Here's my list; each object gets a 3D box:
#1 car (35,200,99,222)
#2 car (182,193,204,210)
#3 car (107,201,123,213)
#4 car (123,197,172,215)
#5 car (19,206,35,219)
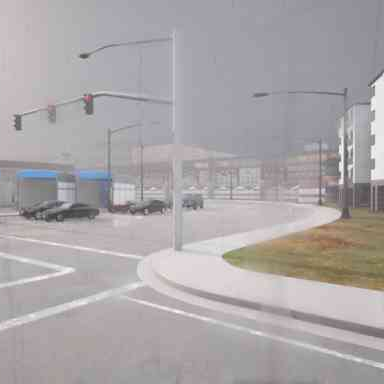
[{"bbox_3d":[-9.576,1.523,26.531,1.812,1.442,4.674,0,0,36],"label":"car"},{"bbox_3d":[-0.018,1.218,43.732,2.150,2.045,5.566,0,0,16],"label":"car"},{"bbox_3d":[-7.054,1.597,36.365,1.895,1.301,4.718,0,0,30],"label":"car"},{"bbox_3d":[-4.445,1.502,34.018,1.837,1.490,4.892,0,0,30],"label":"car"},{"bbox_3d":[-12.285,1.501,28.756,1.837,1.490,4.892,0,0,36],"label":"car"}]
